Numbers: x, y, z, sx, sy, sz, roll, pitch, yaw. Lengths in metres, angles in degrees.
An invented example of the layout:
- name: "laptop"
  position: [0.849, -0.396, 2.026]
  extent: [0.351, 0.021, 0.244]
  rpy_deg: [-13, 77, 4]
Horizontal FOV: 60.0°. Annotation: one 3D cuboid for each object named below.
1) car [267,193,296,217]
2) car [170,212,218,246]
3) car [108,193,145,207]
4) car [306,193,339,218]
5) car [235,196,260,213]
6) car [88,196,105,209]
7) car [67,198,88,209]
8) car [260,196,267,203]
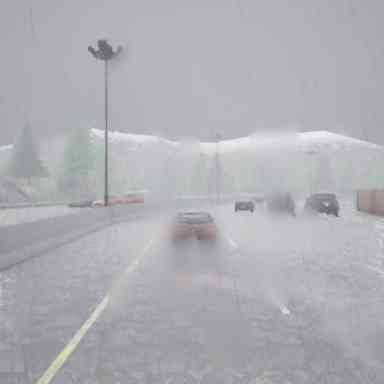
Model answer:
- name: "car"
  position: [8.163, 1.130, 30.251]
  extent: [2.150, 2.045, 5.566]
  rpy_deg: [-1, 0, 12]
- name: "car"
  position: [0.122, 1.555, 15.075]
  extent: [1.895, 1.301, 4.718]
  rpy_deg: [0, 0, 1]
- name: "car"
  position: [-7.549, 1.106, 40.512]
  extent: [2.150, 2.045, 5.566]
  rpy_deg: [0, 0, 15]
- name: "car"
  position: [11.602, 1.131, 29.827]
  extent: [2.150, 2.045, 5.566]
  rpy_deg: [-1, 0, 12]
- name: "car"
  position: [5.889, 1.369, 35.907]
  extent: [1.882, 1.535, 5.008]
  rpy_deg: [-1, 0, 17]
- name: "car"
  position: [-10.695, 1.223, 42.313]
  extent: [2.097, 1.767, 4.553]
  rpy_deg: [0, 0, 16]
- name: "car"
  position: [-13.976, 1.483, 43.614]
  extent: [2.033, 1.411, 5.357]
  rpy_deg: [0, 0, 16]
- name: "car"
  position: [11.972, 1.368, 59.200]
  extent: [2.033, 1.411, 5.357]
  rpy_deg: [0, 0, 42]
